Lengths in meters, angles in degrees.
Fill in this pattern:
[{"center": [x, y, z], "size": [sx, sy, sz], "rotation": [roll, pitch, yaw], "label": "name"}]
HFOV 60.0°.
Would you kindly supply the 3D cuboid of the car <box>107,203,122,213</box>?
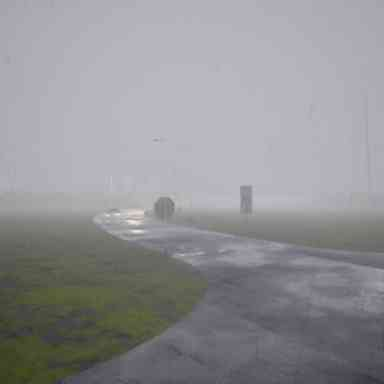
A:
[{"center": [-12.214, 2.569, 52.596], "size": [1.837, 1.490, 4.892], "rotation": [0, -1, -9], "label": "car"}]
